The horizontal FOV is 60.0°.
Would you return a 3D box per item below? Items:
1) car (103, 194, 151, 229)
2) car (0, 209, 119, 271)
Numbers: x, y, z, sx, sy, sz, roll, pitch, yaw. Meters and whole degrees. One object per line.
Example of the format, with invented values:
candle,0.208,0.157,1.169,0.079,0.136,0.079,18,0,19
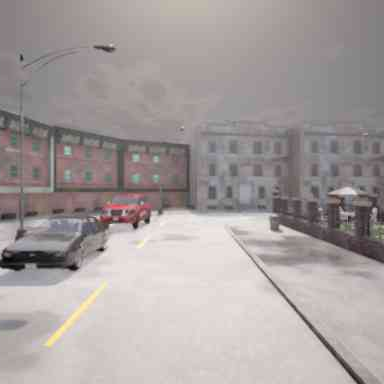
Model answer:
car,-4.146,1.171,21.861,2.150,2.045,5.566,0,0,5
car,-4.134,1.522,11.147,2.033,1.411,5.357,0,0,-1
